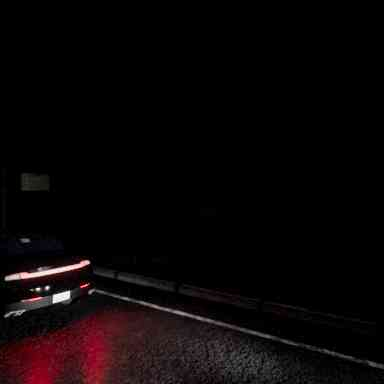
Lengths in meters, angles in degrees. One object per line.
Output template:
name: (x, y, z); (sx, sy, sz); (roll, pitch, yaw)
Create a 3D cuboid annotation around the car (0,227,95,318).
car: (-4.056, 1.492, 6.864); (4.902, 1.511, 2.128); (0, 0, 37)
